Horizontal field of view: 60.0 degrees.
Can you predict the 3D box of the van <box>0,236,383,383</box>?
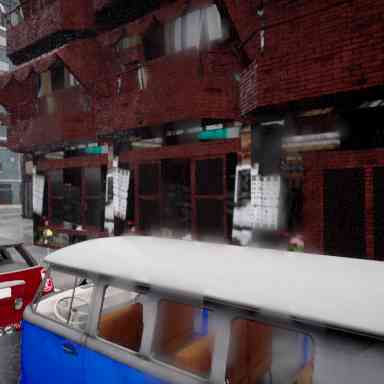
[{"bbox_3d":[0.286,1.341,2.530,3.998,1.788,1.690,0,-1,35],"label":"van"}]
